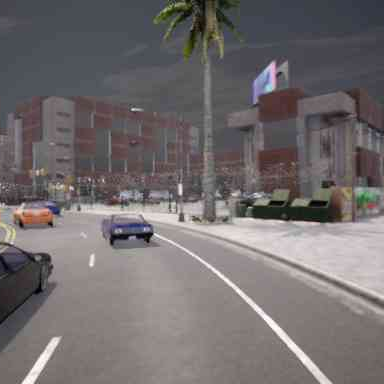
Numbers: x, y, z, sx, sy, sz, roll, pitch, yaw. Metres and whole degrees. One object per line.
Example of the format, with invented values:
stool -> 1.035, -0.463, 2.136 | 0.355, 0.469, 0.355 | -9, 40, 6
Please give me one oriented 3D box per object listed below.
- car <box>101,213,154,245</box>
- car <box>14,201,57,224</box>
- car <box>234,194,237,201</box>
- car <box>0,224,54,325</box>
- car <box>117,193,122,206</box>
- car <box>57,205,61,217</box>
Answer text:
car -> -3.304, 1.665, 16.182 | 1.895, 1.301, 4.718 | -1, 0, -21
car -> -11.548, 1.506, 24.047 | 2.097, 1.767, 4.553 | 0, 0, -33
car -> 7.486, 1.477, 53.829 | 4.674, 1.452, 2.002 | -1, 0, 41
car -> -3.991, 1.596, 5.816 | 2.033, 1.411, 5.357 | 0, 0, -9
car -> -12.653, 1.492, 56.176 | 4.553, 1.767, 2.185 | -1, 0, 41
car -> -14.854, 1.682, 33.191 | 1.882, 1.535, 5.008 | 0, 0, -45
